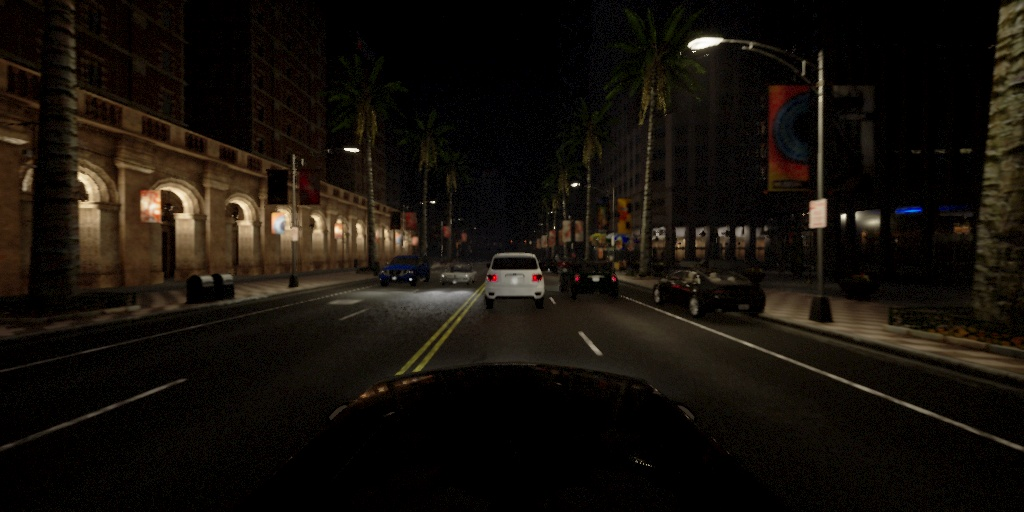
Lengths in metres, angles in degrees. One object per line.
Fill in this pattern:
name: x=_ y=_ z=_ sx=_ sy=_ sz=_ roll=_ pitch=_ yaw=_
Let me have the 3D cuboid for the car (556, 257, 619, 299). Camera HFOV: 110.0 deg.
car: x=3.597 y=1.014 z=17.488 sx=2.097 sy=1.767 sz=4.553 roll=0 pitch=0 yaw=0

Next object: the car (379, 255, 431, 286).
car: x=-7.003 y=0.955 z=24.091 sx=2.150 sy=2.045 sz=5.566 roll=0 pitch=0 yaw=0

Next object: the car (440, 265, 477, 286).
car: x=-3.503 y=1.280 z=24.093 sx=1.895 sy=1.301 sz=4.718 roll=0 pitch=0 yaw=0

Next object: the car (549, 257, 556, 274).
car: x=3.595 y=1.059 z=37.303 sx=1.837 sy=1.490 sz=4.892 roll=0 pitch=0 yaw=0

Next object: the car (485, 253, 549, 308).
car: x=0.097 y=0.898 z=14.955 sx=2.150 sy=2.045 sz=5.566 roll=0 pitch=0 yaw=0
